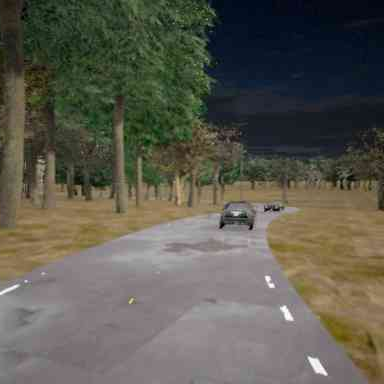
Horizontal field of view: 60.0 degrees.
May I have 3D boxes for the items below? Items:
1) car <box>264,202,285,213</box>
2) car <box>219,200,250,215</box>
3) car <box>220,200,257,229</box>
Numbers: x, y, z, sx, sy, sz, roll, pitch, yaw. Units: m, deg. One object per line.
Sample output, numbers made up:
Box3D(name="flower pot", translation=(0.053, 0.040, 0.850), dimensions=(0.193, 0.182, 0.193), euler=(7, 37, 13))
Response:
Box3D(name="car", translation=(10.451, 1.896, 41.831), dimensions=(1.895, 1.301, 4.718), euler=(1, 0, 24))
Box3D(name="car", translation=(4.786, 1.676, 37.077), dimensions=(2.033, 1.411, 5.357), euler=(1, 0, 23))
Box3D(name="car", translation=(3.187, 1.398, 22.261), dimensions=(2.097, 1.767, 4.553), euler=(1, 0, 14))
